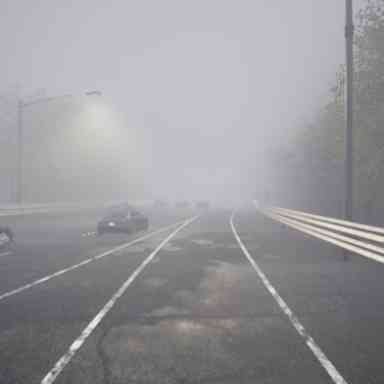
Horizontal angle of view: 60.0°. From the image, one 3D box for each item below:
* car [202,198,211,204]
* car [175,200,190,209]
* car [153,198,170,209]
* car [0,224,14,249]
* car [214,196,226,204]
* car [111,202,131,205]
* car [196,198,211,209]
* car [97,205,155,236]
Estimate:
[{"bbox_3d":[3.965,2.392,87.851,1.812,1.442,4.674,0,-1,9],"label":"car"},{"bbox_3d":[-1.558,1.976,54.595,2.128,1.511,4.902,0,-1,9],"label":"car"},{"bbox_3d":[-5.006,1.824,55.161,2.097,1.767,4.553,0,-1,9],"label":"car"},{"bbox_3d":[-8.628,1.510,11.977,1.837,1.490,4.892,0,-1,9],"label":"car"},{"bbox_3d":[6.745,2.186,83.223,2.097,1.767,4.553,0,-1,9],"label":"car"},{"bbox_3d":[-7.943,1.798,37.474,1.812,1.442,4.674,0,-1,9],"label":"car"},{"bbox_3d":[1.885,1.974,53.970,1.882,1.535,5.008,0,-1,9],"label":"car"},{"bbox_3d":[-3.858,1.675,19.329,1.994,1.385,4.181,0,-1,9],"label":"car"}]
